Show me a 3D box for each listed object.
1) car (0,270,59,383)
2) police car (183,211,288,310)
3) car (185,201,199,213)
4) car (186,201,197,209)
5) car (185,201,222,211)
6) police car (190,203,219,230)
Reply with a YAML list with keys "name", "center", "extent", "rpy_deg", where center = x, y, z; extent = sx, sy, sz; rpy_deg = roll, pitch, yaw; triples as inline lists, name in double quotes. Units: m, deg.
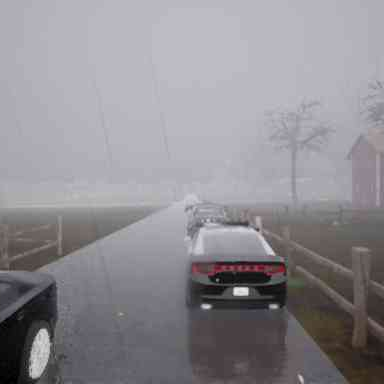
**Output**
- name: "car"
  center: [-2.754, 1.495, 2.550]
  extent: [1.882, 1.535, 5.008]
  rpy_deg: [0, 0, 0]
- name: "police car"
  center: [0.820, 1.487, 8.164]
  extent: [1.930, 1.638, 5.238]
  rpy_deg: [0, 0, 0]
- name: "car"
  center: [-0.012, 2.009, 45.437]
  extent: [1.812, 1.442, 4.674]
  rpy_deg: [0, -1, 0]
- name: "car"
  center: [-0.031, 2.223, 59.092]
  extent: [1.895, 1.301, 4.718]
  rpy_deg: [0, -1, 0]
- name: "car"
  center: [0.814, 1.513, 18.030]
  extent: [2.097, 1.767, 4.553]
  rpy_deg: [0, -1, 0]
- name: "police car"
  center: [0.812, 1.661, 24.172]
  extent: [1.930, 1.638, 5.238]
  rpy_deg: [0, -1, 0]
